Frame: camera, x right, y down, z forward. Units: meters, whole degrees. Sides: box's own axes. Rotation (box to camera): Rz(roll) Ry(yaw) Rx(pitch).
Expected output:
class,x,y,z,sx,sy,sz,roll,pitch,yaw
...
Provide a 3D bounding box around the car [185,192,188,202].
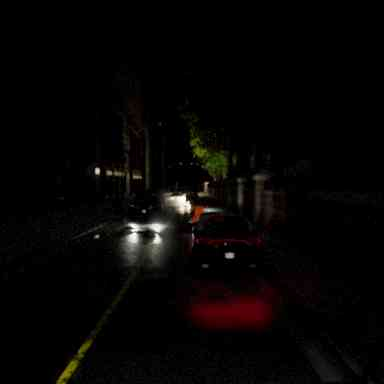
class,x,y,z,sx,sy,sz,roll,pitch,yaw
car,0.017,0.673,48.336,2.128,1.511,4.902,0,1,0

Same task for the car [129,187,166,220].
class,x,y,z,sx,sy,sz,roll,pitch,yaw
car,-3.097,0.844,24.221,2.150,2.045,5.566,0,1,0

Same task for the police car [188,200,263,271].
class,x,y,z,sx,sy,sz,roll,pitch,yaw
police car,0.901,1.268,10.521,1.930,1.638,5.238,0,1,0

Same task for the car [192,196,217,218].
class,x,y,z,sx,sy,sz,roll,pitch,yaw
car,0.903,1.091,26.411,1.837,1.490,4.892,0,1,0

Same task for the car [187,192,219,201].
class,x,y,z,sx,sy,sz,roll,pitch,yaw
car,0.902,1.037,20.379,2.097,1.767,4.553,0,1,0

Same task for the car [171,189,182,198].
class,x,y,z,sx,sy,sz,roll,pitch,yaw
car,-3.011,0.143,65.435,2.097,1.767,4.553,0,1,0
